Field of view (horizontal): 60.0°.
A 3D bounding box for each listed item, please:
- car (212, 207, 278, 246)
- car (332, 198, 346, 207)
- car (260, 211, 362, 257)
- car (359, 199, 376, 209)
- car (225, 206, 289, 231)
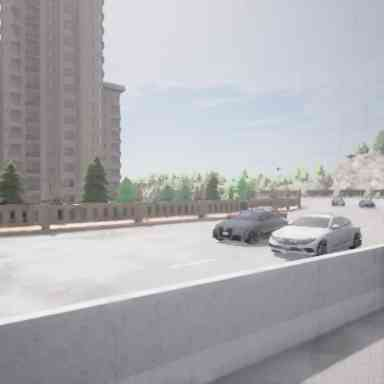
[{"bbox_3d":[2.894,1.586,15.571,4.181,1.385,1.994,0,0,-43],"label":"car"},{"bbox_3d":[24.948,1.753,56.631,2.128,1.511,4.902,0,0,18],"label":"car"},{"bbox_3d":[4.820,1.544,12.585,4.674,1.442,1.812,0,0,-43],"label":"car"},{"bbox_3d":[26.677,1.761,50.718,2.033,1.411,5.357,0,0,21],"label":"car"},{"bbox_3d":[4.361,1.640,21.758,1.895,1.301,4.718,0,0,44],"label":"car"}]
